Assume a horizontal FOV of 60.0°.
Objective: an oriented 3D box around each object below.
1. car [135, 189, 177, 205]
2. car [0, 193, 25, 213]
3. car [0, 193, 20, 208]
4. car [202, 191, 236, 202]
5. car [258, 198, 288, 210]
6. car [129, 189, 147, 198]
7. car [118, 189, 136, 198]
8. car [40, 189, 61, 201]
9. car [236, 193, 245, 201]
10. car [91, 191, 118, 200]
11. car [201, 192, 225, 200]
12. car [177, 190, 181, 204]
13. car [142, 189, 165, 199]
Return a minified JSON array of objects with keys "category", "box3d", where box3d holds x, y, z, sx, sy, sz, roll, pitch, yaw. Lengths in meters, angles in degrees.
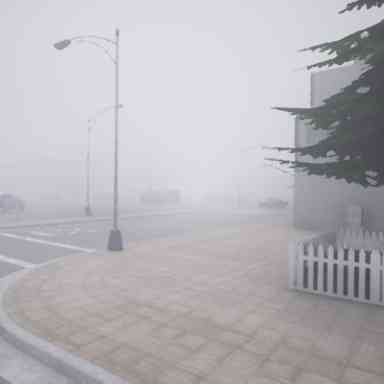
[{"category":"car","box3d":[-4.674,0.676,42.933,4.605,1.855,1.932,1,1,36]},{"category":"car","box3d":[-15.754,0.945,28.013,3.633,1.501,1.845,1,1,36]},{"category":"car","box3d":[-19.986,0.847,34.798,3.806,1.475,1.970,1,1,36]},{"category":"car","box3d":[4.258,0.730,55.851,5.027,1.636,2.152,1,1,36]},{"category":"car","box3d":[9.594,1.368,39.300,1.895,1.301,4.718,1,1,36]},{"category":"car","box3d":[-12.333,0.281,75.938,3.866,1.878,1.905,1,1,36]},{"category":"car","box3d":[-14.792,0.555,73.617,3.806,1.475,1.970,1,1,36]},{"category":"car","box3d":[-21.781,0.622,50.965,3.633,1.501,1.845,1,1,36]},{"category":"car","box3d":[7.783,0.805,61.224,3.806,1.475,1.970,1,1,36]},{"category":"car","box3d":[-15.849,0.604,59.007,4.514,1.523,2.007,1,1,36]},{"category":"car","box3d":[4.253,0.768,68.341,4.514,1.523,2.007,1,1,36]},{"category":"car","box3d":[-3.291,0.650,45.521,3.866,1.878,1.905,1,1,36]},{"category":"car","box3d":[-7.921,0.417,68.642,4.605,1.855,1.932,1,1,36]}]
